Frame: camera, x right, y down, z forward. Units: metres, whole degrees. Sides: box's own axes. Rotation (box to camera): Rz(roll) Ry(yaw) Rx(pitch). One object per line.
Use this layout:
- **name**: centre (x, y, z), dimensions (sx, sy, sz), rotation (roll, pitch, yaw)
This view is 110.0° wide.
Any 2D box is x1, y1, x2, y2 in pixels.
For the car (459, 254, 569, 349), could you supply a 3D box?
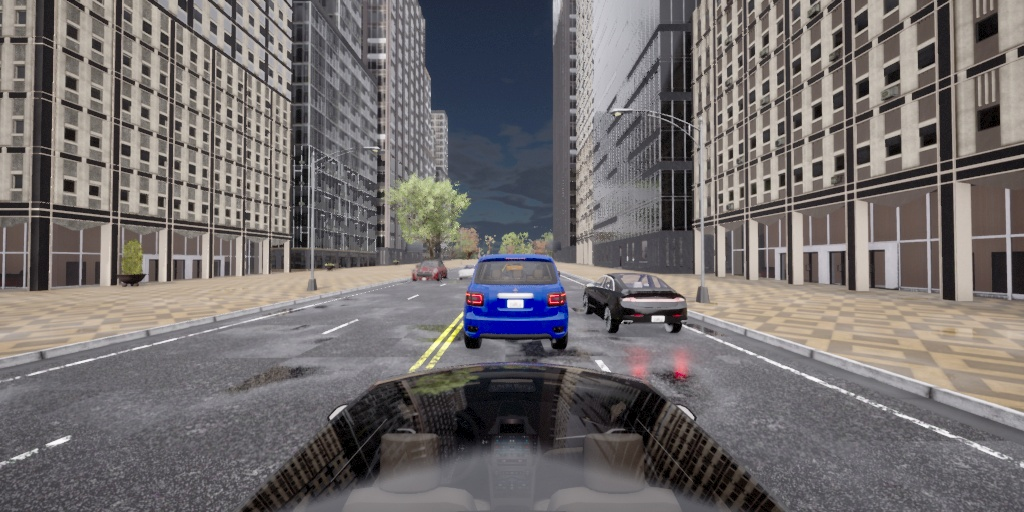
- **car**: centre (0.120, 0.974, 9.276), dimensions (2.150, 2.045, 5.566), rotation (0, 0, 1)

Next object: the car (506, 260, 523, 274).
- **car**: centre (0.277, 1.242, 42.640), dimensions (1.882, 1.535, 5.008), rotation (0, 0, 0)

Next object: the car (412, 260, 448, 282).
- **car**: centre (-6.482, 1.111, 28.689), dimensions (2.097, 1.767, 4.553), rotation (0, 0, 0)

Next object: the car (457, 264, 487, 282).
- **car**: centre (-3.227, 1.360, 29.844), dimensions (1.895, 1.301, 4.718), rotation (0, 0, 0)

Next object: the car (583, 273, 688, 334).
- **car**: centre (3.388, 1.244, 10.712), dimensions (2.128, 1.511, 4.902), rotation (0, 0, 0)

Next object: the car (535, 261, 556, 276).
- **car**: centre (3.508, 1.268, 38.247), dimensions (1.837, 1.490, 4.892), rotation (0, 0, 0)
